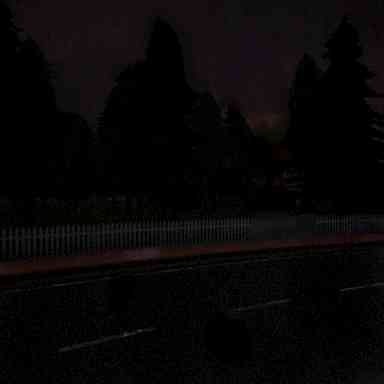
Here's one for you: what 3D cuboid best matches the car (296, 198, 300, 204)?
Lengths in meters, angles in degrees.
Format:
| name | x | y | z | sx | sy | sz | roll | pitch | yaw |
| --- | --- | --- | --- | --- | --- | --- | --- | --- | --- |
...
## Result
| name | x | y | z | sx | sy | sz | roll | pitch | yaw |
| --- | --- | --- | --- | --- | --- | --- | --- | --- | --- |
| car | 20.676 | 1.406 | 61.174 | 2.097 | 1.767 | 4.553 | 0 | 0 | -3 |
